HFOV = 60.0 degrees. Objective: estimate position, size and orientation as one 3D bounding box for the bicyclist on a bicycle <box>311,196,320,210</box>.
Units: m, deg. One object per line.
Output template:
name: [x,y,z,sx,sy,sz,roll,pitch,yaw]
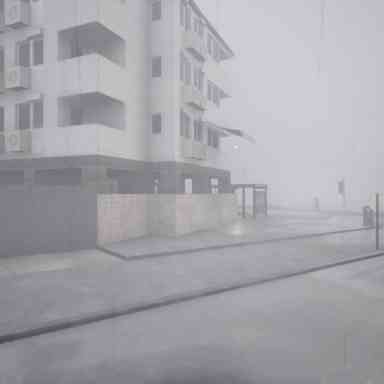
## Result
bicyclist on a bicycle: [14.709,1.348,39.571,1.656,1.620,0.582,0,0,-35]
